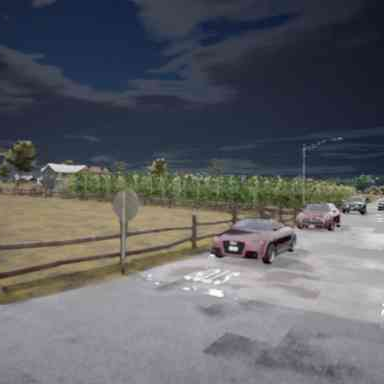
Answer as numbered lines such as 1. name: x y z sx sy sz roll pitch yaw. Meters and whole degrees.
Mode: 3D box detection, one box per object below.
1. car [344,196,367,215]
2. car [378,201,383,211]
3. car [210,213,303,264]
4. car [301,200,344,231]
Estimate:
1. car: 19.087 1.536 38.973 2.150 2.045 5.566 0 0 32
2. car: 26.971 1.924 46.202 1.812 1.442 4.674 0 0 32
3. car: 2.393 1.629 12.238 1.994 1.385 4.181 0 0 33
4. car: 8.383 1.511 21.876 2.097 1.767 4.553 0 0 32
